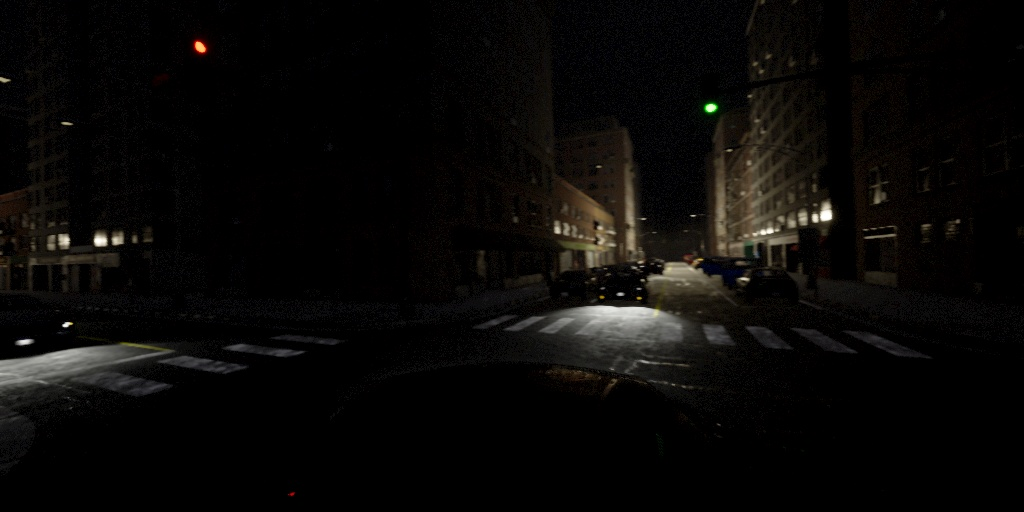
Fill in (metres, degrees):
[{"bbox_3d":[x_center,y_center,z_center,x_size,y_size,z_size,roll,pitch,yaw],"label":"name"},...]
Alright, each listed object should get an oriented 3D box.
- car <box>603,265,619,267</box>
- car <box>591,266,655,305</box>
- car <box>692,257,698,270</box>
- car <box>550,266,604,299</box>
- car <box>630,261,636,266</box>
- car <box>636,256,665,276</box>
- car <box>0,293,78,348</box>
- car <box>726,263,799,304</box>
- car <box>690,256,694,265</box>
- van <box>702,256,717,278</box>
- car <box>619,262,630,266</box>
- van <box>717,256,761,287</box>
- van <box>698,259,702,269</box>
[{"bbox_3d":[5.663,1.391,23.683,1.802,1.307,4.207,0,0,24],"label":"car"},{"bbox_3d":[5.093,1.324,16.030,1.994,1.385,4.181,-2,0,24],"label":"car"},{"bbox_3d":[24.637,1.149,46.301,1.802,1.307,4.207,0,0,24],"label":"car"},{"bbox_3d":[3.331,1.383,18.501,1.948,1.339,4.313,0,0,24],"label":"car"},{"bbox_3d":[12.658,1.333,39.229,2.007,1.370,4.403,0,0,24],"label":"car"},{"bbox_3d":[14.093,1.064,36.046,2.097,1.767,4.553,-2,-1,24],"label":"car"},{"bbox_3d":[-14.087,1.745,9.680,5.357,1.411,2.033,-2,-1,24],"label":"car"},{"bbox_3d":[10.647,1.171,15.209,2.007,1.370,4.403,0,0,24],"label":"car"},{"bbox_3d":[27.038,1.083,51.638,1.751,1.417,4.829,0,0,24],"label":"car"},{"bbox_3d":[17.642,0.936,30.755,1.690,1.789,3.998,0,0,24],"label":"van"},{"bbox_3d":[7.994,1.366,28.865,1.948,1.339,4.313,0,0,24],"label":"car"},{"bbox_3d":[12.979,0.953,20.391,1.690,1.789,3.998,0,0,24],"label":"van"},{"bbox_3d":[19.974,0.927,35.937,1.690,1.789,3.998,0,0,24],"label":"van"}]
